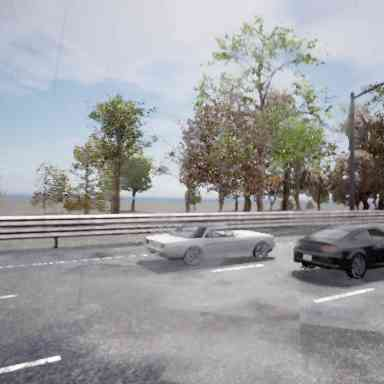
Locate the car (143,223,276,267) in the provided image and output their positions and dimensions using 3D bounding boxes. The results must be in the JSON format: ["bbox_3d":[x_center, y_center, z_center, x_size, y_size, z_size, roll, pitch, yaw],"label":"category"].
[{"bbox_3d":[0.765,1.784,12.048,4.718,1.301,1.895,1,-1,-30],"label":"car"}]

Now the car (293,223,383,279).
[{"bbox_3d":[5.276,1.735,10.609,4.674,1.442,1.812,1,-1,-30],"label":"car"}]
